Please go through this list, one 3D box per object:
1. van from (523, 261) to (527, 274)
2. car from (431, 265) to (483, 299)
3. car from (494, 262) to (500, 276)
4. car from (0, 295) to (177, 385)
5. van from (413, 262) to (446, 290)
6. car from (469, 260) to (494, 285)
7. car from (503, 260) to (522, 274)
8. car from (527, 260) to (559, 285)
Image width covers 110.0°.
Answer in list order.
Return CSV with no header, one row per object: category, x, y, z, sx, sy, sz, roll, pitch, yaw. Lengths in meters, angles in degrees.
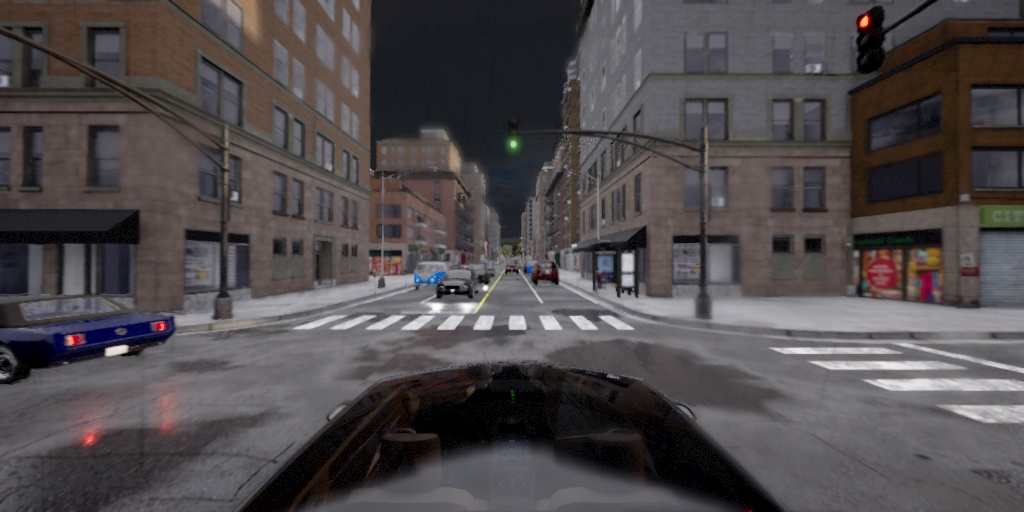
van,2.685,1.521,45.821,1.690,1.789,3.998,0,0,0
car,-2.844,1.420,19.559,1.837,1.490,4.892,0,0,0
car,-2.824,1.664,40.656,2.033,1.411,5.357,0,0,0
car,-9.212,1.407,6.715,4.718,1.301,1.895,0,-1,9
van,-5.410,1.294,24.195,1.690,1.789,3.998,0,0,0
car,-2.838,1.362,29.416,2.097,1.767,4.553,0,-1,0
car,-0.004,1.705,48.577,1.837,1.490,4.892,0,-1,0
car,2.702,1.341,29.603,2.192,1.841,5.009,0,0,0
